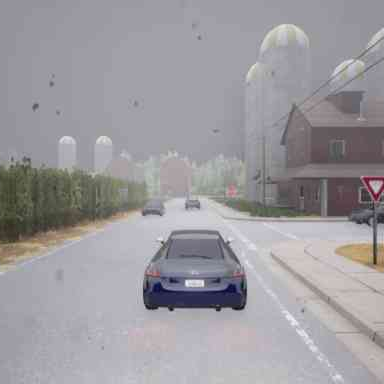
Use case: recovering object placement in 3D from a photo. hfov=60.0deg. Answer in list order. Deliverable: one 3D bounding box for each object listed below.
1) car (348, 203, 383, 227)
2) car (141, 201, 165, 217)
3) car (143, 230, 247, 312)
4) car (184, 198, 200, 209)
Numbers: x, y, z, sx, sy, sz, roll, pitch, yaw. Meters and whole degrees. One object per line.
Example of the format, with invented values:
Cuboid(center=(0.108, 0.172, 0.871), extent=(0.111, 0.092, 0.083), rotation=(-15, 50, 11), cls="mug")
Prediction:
Cuboid(center=(12.902, 1.478, 21.925), extent=(4.892, 1.490, 1.837), rotation=(0, 0, -1), cls="car")
Cuboid(center=(-3.580, 1.547, 31.473), extent=(2.033, 1.411, 5.357), rotation=(0, 0, 0), cls="car")
Cuboid(center=(0.079, 1.564, 7.815), extent=(1.994, 1.385, 4.181), rotation=(0, 0, 1), cls="car")
Cuboid(center=(-0.028, 1.489, 44.526), extent=(2.128, 1.511, 4.902), rotation=(0, 0, -4), cls="car")
